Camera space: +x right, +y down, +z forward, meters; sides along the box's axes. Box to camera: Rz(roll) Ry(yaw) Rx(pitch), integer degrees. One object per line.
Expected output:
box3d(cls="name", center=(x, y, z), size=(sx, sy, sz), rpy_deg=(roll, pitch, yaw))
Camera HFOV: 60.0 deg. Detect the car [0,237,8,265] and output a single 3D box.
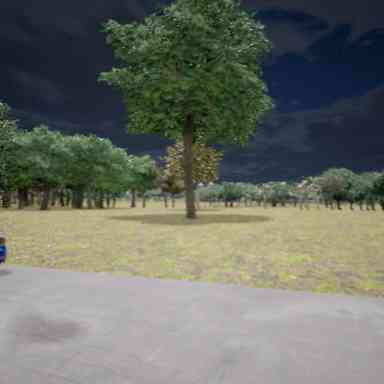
box3d(cls="car", center=(-8.040, 1.687, 10.211), size=(5.008, 1.535, 1.882), rpy_deg=(-1, -2, 21))
